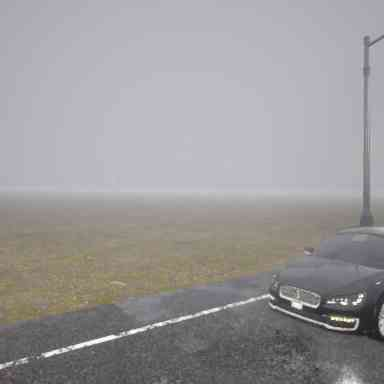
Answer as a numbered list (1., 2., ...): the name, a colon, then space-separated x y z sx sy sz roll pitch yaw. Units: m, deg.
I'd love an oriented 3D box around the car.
1. car: 3.601 1.505 6.570 4.892 1.490 1.837 0 0 -36
